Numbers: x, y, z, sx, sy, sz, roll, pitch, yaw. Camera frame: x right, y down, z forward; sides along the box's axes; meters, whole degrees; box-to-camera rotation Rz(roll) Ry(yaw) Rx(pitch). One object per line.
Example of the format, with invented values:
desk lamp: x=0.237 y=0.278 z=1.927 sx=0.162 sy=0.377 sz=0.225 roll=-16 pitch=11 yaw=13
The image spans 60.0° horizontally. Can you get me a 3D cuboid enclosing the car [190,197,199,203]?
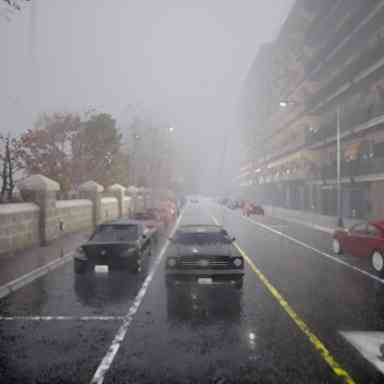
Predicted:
car: x=0.519 y=1.858 z=75.452 sx=2.033 sy=1.411 sz=5.357 roll=0 pitch=0 yaw=0

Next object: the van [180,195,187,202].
van: x=-2.154 y=1.696 z=83.869 sx=1.690 sy=1.788 sz=3.998 roll=0 pitch=0 yaw=0

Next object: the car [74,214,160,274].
car: x=-2.310 y=1.598 z=10.679 sx=1.947 sy=1.339 sz=4.313 roll=0 pitch=0 yaw=0

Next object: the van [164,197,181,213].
van: x=-2.250 y=1.481 z=38.828 sx=1.690 sy=1.788 sz=3.998 roll=0 pitch=0 yaw=0

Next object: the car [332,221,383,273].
car: x=6.071 y=1.578 z=10.660 sx=1.887 sy=1.381 sz=4.507 roll=0 pitch=0 yaw=0

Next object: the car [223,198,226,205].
car: x=6.154 y=1.774 z=50.070 sx=1.802 sy=1.307 sz=4.206 roll=0 pitch=0 yaw=0

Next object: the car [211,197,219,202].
car: x=6.238 y=1.969 z=89.482 sx=1.802 sy=1.307 sz=4.206 roll=0 pitch=0 yaw=0

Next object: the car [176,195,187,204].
car: x=-2.178 y=1.611 z=72.610 sx=2.192 sy=1.841 sz=5.009 roll=0 pitch=0 yaw=0

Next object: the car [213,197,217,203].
car: x=6.202 y=1.738 z=72.591 sx=1.967 sy=1.590 sz=4.097 roll=0 pitch=0 yaw=0

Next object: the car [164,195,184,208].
car: x=-2.263 y=1.430 z=33.198 sx=2.192 sy=1.841 sz=5.009 roll=0 pitch=0 yaw=0

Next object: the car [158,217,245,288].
car: x=0.279 y=1.629 z=9.438 sx=1.895 sy=1.301 sz=4.718 roll=0 pitch=0 yaw=0

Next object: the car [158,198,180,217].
car: x=-2.274 y=1.531 z=27.566 sx=1.967 sy=1.590 sz=4.097 roll=0 pitch=0 yaw=0

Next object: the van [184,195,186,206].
van: x=-2.227 y=1.531 z=50.089 sx=1.690 sy=1.788 sz=3.998 roll=0 pitch=0 yaw=0

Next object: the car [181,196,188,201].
car: x=-2.130 y=1.962 z=95.129 sx=1.887 sy=1.381 sz=4.507 roll=0 pitch=0 yaw=0

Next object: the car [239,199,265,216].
car: x=6.118 y=1.699 z=33.178 sx=1.802 sy=1.307 sz=4.206 roll=0 pitch=0 yaw=0

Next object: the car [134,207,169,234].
car: x=-2.298 y=1.630 z=16.309 sx=1.802 sy=1.307 sz=4.206 roll=0 pitch=0 yaw=0

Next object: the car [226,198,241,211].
car: x=6.142 y=1.607 z=44.440 sx=1.967 sy=1.590 sz=4.097 roll=0 pitch=0 yaw=0

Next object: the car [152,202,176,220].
car: x=-2.286 y=1.612 z=21.938 sx=1.887 sy=1.381 sz=4.507 roll=0 pitch=0 yaw=0

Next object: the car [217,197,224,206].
car: x=6.178 y=1.809 z=61.331 sx=1.947 sy=1.339 sz=4.313 roll=0 pitch=0 yaw=0

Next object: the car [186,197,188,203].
car: x=-2.202 y=1.807 z=61.349 sx=1.947 sy=1.339 sz=4.313 roll=0 pitch=0 yaw=0
